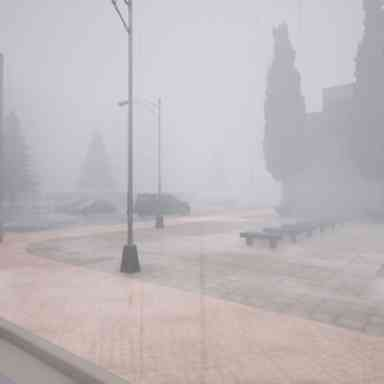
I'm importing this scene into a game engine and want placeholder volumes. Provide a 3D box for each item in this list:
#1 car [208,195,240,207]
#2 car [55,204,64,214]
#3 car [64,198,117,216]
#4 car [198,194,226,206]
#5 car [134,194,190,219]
[{"bbox_3d":[4.864,1.514,50.124,1.994,1.385,4.181,0,0,38],"label":"car"},{"bbox_3d":[-11.724,1.448,34.464,1.837,1.490,4.892,0,0,38],"label":"car"},{"bbox_3d":[-9.345,1.475,31.788,1.812,1.442,4.674,0,0,37],"label":"car"},{"bbox_3d":[2.968,1.435,53.378,2.128,1.511,4.902,0,0,38],"label":"car"},{"bbox_3d":[-2.504,1.184,28.947,2.150,2.045,5.566,0,0,38],"label":"car"}]
